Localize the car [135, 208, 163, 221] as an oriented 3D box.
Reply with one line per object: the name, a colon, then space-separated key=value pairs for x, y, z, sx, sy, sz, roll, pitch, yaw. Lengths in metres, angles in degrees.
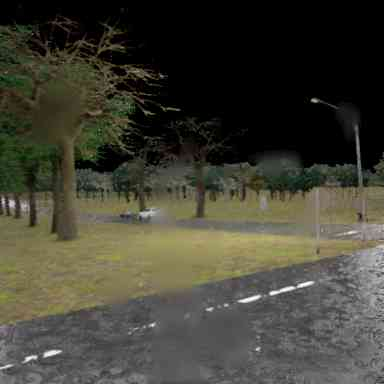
car: x=-7.035 y=3.690 z=56.257 sx=2.150 sy=2.045 sz=5.566 roll=-2 pitch=-2 yaw=-34

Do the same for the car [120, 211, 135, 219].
car: x=-12.381 y=4.388 z=64.058 sx=1.812 sy=1.442 sz=4.674 roll=-2 pitch=-1 yaw=-34
